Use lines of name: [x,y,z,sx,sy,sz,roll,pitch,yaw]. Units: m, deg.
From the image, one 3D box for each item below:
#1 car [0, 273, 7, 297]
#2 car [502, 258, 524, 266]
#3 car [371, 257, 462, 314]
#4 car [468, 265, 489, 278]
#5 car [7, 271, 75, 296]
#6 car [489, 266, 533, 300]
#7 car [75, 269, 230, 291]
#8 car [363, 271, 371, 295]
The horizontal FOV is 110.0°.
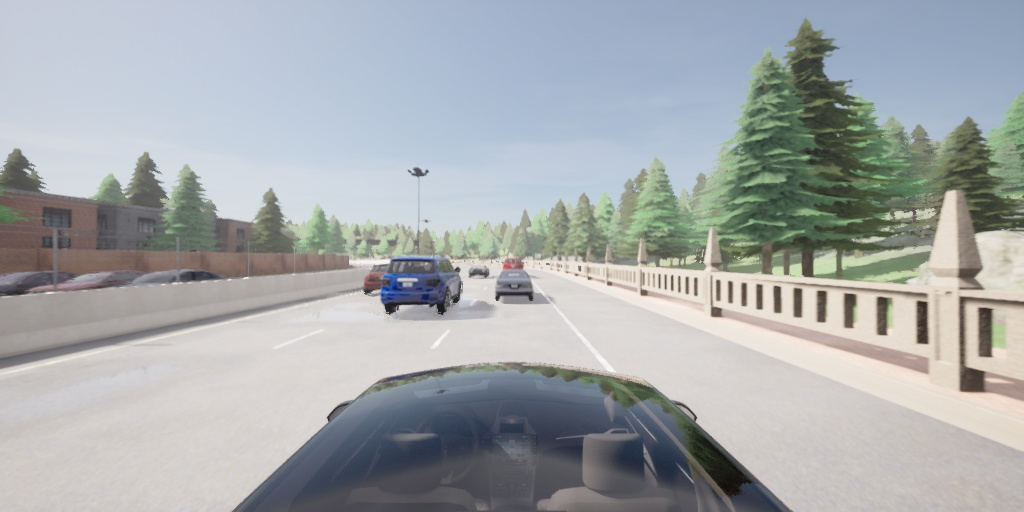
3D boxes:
car: [-21.096,1.380,15.719,2.033,1.411,5.357,0,0,0]
car: [0.112,1.190,38.306,2.150,2.045,5.566,0,0,0]
car: [-3.396,1.047,14.354,2.150,2.045,5.566,0,0,0]
car: [-3.389,1.565,37.721,1.895,1.301,4.718,0,0,0]
car: [-17.595,1.358,15.543,1.812,1.442,4.674,0,0,0]
car: [0.105,1.396,18.342,2.033,1.411,5.357,0,0,0]
car: [-14.096,1.333,14.847,1.837,1.490,4.892,0,0,0]
car: [-6.894,1.217,21.053,2.097,1.767,4.553,0,0,0]
